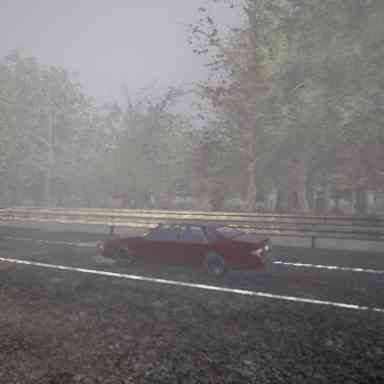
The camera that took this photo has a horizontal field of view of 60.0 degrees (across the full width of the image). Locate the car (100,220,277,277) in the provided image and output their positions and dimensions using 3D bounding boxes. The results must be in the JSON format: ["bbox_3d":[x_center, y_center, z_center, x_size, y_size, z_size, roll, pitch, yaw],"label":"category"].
[{"bbox_3d":[-0.207,1.574,10.210,5.357,1.411,2.033,0,0,26],"label":"car"}]
